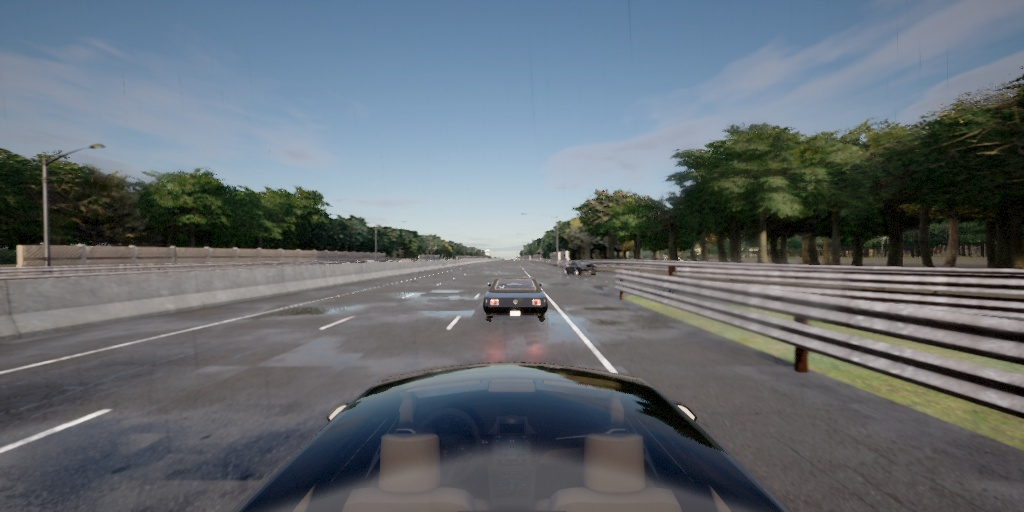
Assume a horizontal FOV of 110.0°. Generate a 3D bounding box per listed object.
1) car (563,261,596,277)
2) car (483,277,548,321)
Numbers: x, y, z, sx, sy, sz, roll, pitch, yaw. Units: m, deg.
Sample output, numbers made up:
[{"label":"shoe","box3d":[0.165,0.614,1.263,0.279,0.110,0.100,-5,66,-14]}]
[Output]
[{"label":"car","box3d":[6.736,1.255,36.023,1.837,1.490,4.892,-3,0,-14]},{"label":"car","box3d":[0.102,1.358,12.471,1.895,1.301,4.718,0,0,0]}]
